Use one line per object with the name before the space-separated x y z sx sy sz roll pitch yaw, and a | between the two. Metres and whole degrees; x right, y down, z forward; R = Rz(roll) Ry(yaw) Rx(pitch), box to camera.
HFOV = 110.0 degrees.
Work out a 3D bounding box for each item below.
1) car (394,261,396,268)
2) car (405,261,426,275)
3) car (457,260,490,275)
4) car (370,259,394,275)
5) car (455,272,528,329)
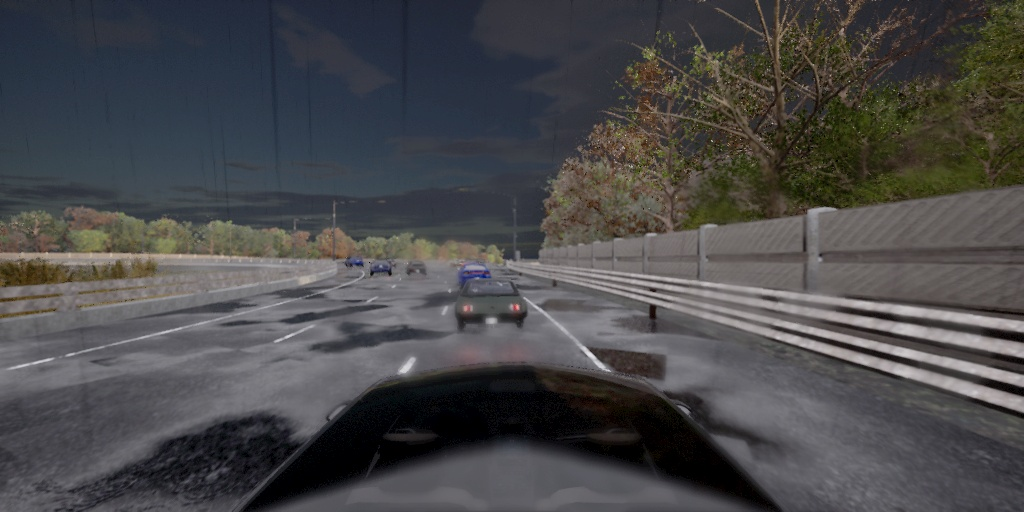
car | -20.461 1.258 59.136 2.128 1.511 4.902 0 0 -32
car | -10.386 1.264 38.597 1.837 1.490 4.892 0 0 -20
car | -2.610 1.231 24.204 1.882 1.535 5.008 0 0 -12
car | -14.545 1.113 39.674 2.097 1.767 4.553 0 0 -21
car | -0.715 1.352 11.304 1.895 1.301 4.718 0 0 -5
